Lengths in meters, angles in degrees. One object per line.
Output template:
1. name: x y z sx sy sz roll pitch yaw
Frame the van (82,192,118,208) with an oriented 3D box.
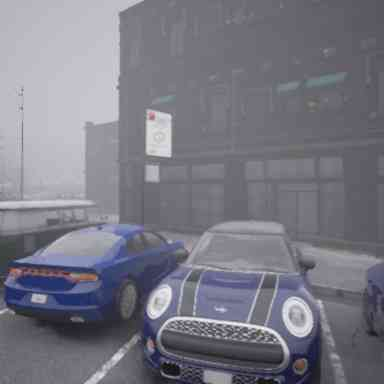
1. van: -12.599 1.070 45.676 4.442 1.987 1.878 1 0 14

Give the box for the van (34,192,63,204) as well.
1. van: -25.012 0.979 57.970 4.442 1.987 1.878 0 0 14

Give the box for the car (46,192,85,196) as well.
1. car: -16.055 1.040 40.798 5.566 2.045 2.435 1 1 14

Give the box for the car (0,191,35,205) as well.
1. car: -28.255 0.951 52.942 5.566 2.045 2.435 0 -1 14

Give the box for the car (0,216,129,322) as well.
1. car: -1.597 1.454 7.304 2.097 1.535 5.008 0 -1 16

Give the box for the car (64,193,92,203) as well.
1. car: -21.482 1.079 62.932 4.553 1.767 2.185 0 0 14

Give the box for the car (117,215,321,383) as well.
1. car: 0.870 1.346 5.590 2.185 1.767 4.553 1 0 15

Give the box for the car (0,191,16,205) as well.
1. car: -30.002 0.951 50.429 5.566 2.045 2.435 0 0 14

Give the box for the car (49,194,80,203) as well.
1. car: -23.210 1.206 60.454 4.892 1.521 2.231 0 -1 14

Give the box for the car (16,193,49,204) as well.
1. car: -26.620 1.078 55.456 4.553 1.767 2.185 0 -1 14

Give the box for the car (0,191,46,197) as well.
1. car: -19.312 1.039 35.897 5.566 2.045 2.435 1 0 14

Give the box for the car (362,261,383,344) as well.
1. car: 3.296 1.529 3.812 2.002 1.452 4.674 1 0 16

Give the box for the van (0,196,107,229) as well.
1. van: -4.005 1.213 9.170 1.878 1.987 4.442 0 -1 15

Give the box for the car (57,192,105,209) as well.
1. car: -14.397 1.041 43.249 5.566 2.045 2.435 1 1 14

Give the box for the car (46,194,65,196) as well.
1. car: -17.714 1.320 38.338 4.792 1.488 2.163 1 1 14
